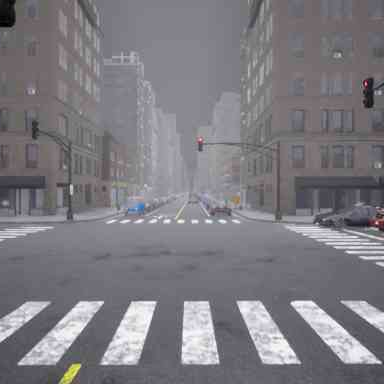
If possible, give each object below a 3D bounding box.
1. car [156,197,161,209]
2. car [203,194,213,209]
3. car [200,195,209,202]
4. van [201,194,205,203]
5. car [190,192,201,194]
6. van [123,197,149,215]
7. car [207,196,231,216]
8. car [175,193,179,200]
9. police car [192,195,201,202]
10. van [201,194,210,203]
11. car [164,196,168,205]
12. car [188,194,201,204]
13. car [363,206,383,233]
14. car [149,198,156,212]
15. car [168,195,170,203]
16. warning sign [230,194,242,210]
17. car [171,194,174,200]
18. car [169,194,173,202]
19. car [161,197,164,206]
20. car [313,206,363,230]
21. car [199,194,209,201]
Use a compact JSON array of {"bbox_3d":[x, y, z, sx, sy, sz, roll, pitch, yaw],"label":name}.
[{"bbox_3d":[-5.677,1.617,44.739,1.947,1.339,4.313,0,0,0],"label":"car"},{"bbox_3d":[2.848,1.491,44.707,1.967,1.590,4.097,0,0,0],"label":"car"},{"bbox_3d":[2.988,1.521,78.723,1.967,1.590,4.097,0,0,0],"label":"car"},{"bbox_3d":[2.894,1.404,56.046,1.690,1.788,3.998,0,0,0],"label":"van"},{"bbox_3d":[0.297,1.117,72.974,2.150,2.045,5.566,0,0,0],"label":"car"},{"bbox_3d":[-5.725,1.379,33.402,1.690,1.788,3.998,0,0,0],"label":"van"},{"bbox_3d":[2.801,1.478,33.369,1.967,1.590,4.097,0,0,0],"label":"car"},{"bbox_3d":[-5.491,1.403,90.085,2.192,1.841,5.009,0,0,0],"label":"car"},{"bbox_3d":[1.120,1.507,79.467,1.930,1.638,5.238,0,0,-1],"label":"police car"},{"bbox_3d":[2.965,1.418,73.054,1.690,1.788,3.998,0,0,0],"label":"van"},{"bbox_3d":[-5.631,1.629,56.075,1.947,1.339,4.313,0,0,0],"label":"car"},{"bbox_3d":[0.256,1.633,62.939,1.994,1.385,4.181,0,0,0],"label":"car"},{"bbox_3d":[12.465,1.255,17.433,5.566,2.045,2.150,0,0,0],"label":"car"},{"bbox_3d":[-5.701,1.485,39.070,1.967,1.590,4.097,0,0,0],"label":"car"},{"bbox_3d":[-5.608,1.593,61.573,1.752,1.417,4.829,0,0,0],"label":"car"},{"bbox_3d":[5.227,1.160,39.354,1.300,1.860,1.060,0,0,0],"label":"warning sign"},{"bbox_3d":[-5.561,1.622,73.079,1.887,1.381,4.507,0,0,0],"label":"car"},{"bbox_3d":[-5.584,1.639,67.411,1.947,1.339,4.313,0,0,0],"label":"car"},{"bbox_3d":[-5.654,1.639,50.407,1.802,1.307,4.206,0,0,0],"label":"car"},{"bbox_3d":[10.455,1.579,20.686,5.357,1.411,2.033,0,0,0],"label":"car"},{"bbox_3d":[3.011,1.400,84.392,2.192,1.841,5.009,0,0,0],"label":"car"}]
